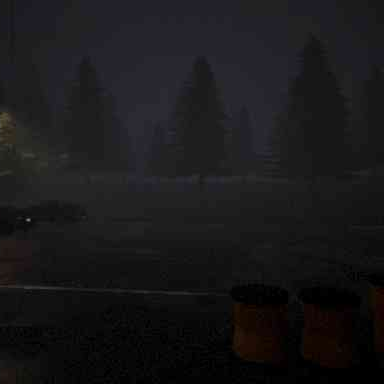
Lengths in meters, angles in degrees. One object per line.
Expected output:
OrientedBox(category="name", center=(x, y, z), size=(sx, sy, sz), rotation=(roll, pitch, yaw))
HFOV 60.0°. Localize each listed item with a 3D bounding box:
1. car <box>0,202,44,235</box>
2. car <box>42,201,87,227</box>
OrientedBox(category="car", center=(-10.345, 1.396, 17.249), size=(4.181, 1.385, 1.994), rotation=(0, 0, 6))
OrientedBox(category="car", center=(-8.993, 1.301, 20.618), size=(4.902, 1.511, 2.128), rotation=(0, 0, 6))
